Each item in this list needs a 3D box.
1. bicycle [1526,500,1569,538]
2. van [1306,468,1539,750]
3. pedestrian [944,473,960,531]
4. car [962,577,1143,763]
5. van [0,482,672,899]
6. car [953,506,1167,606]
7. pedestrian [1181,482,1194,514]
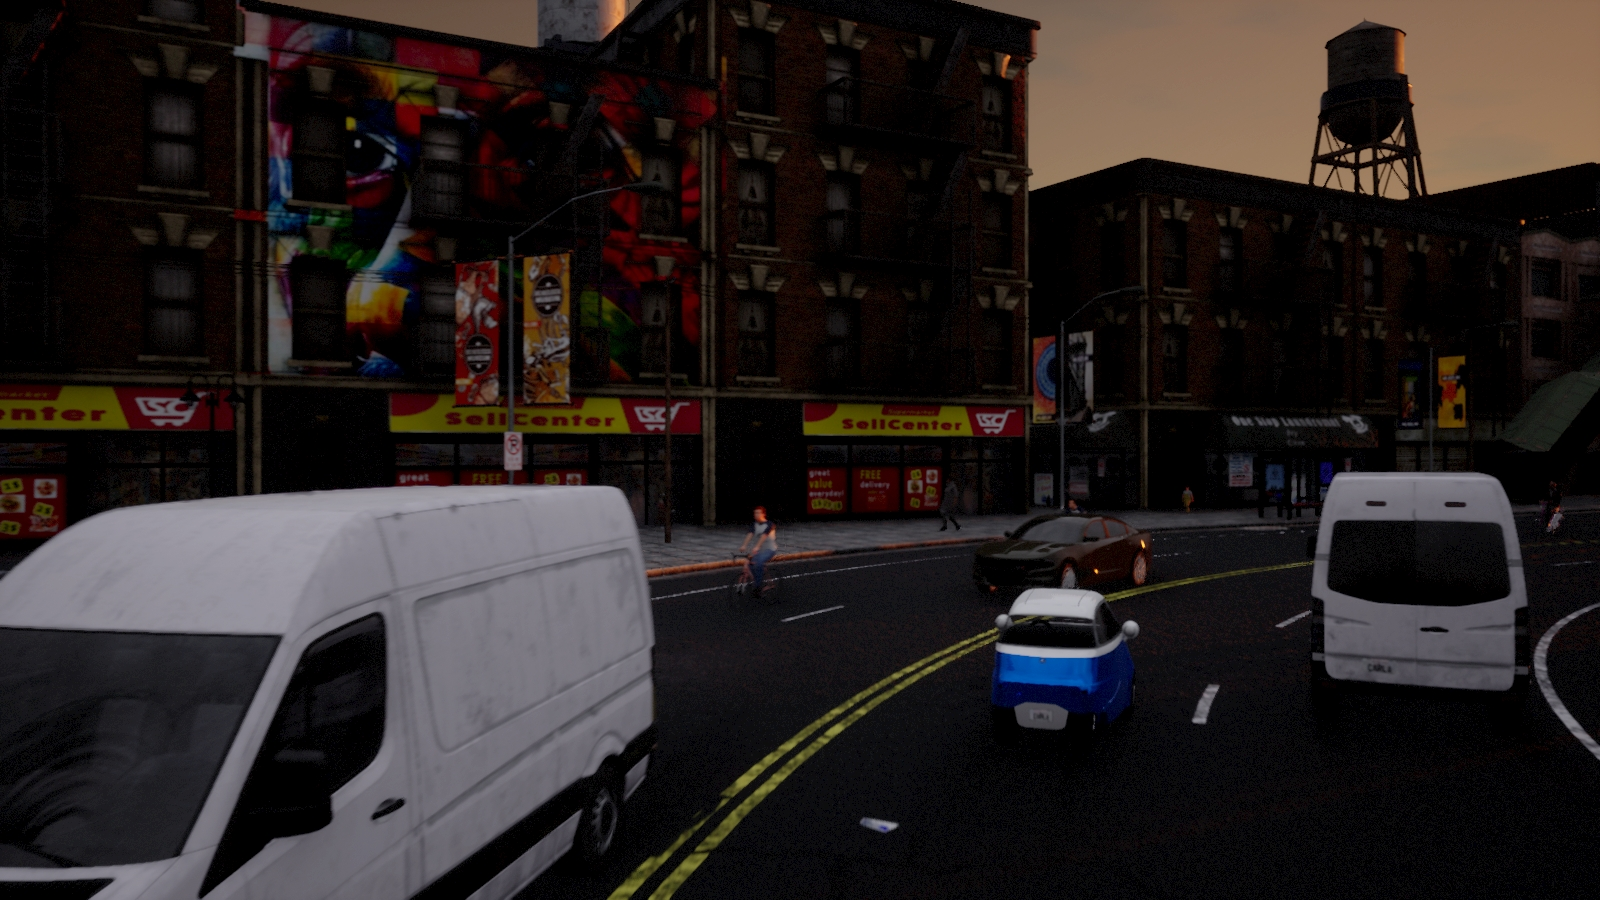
[{"bbox_3d":[24.223,2.214,37.000,1.835,1.171,0.329,0,0,-29],"label":"bicycle"},{"bbox_3d":[7.338,1.535,13.807,1.988,2.561,5.915,0,0,26],"label":"van"},{"bbox_3d":[4.973,1.696,37.439,0.375,1.860,0.375,0,0,-32],"label":"pedestrian"},{"bbox_3d":[2.614,2.120,11.555,1.481,1.376,2.207,0,0,21],"label":"car"},{"bbox_3d":[-2.601,1.534,6.110,1.988,2.561,5.915,0,0,12],"label":"van"},{"bbox_3d":[5.379,2.035,23.129,2.097,1.535,5.006,0,0,41],"label":"car"},{"bbox_3d":[16.053,1.979,47.298,0.375,1.300,0.375,0,0,44],"label":"pedestrian"}]
